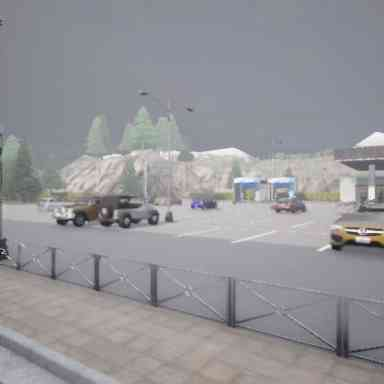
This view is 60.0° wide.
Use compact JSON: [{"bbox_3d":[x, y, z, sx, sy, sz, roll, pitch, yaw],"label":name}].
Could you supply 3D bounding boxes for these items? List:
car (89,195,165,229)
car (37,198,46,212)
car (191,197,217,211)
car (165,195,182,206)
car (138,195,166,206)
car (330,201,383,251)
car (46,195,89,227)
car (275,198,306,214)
[{"bbox_3d":[-3.751,1.087,19.638,1.905,1.878,3.866,0,0,35],"label":"car"},{"bbox_3d":[-14.678,1.390,36.199,1.970,1.475,3.806,0,0,35],"label":"car"},{"bbox_3d":[1.468,1.325,38.190,1.845,1.501,3.633,0,0,35],"label":"car"},{"bbox_3d":[-3.725,1.333,51.315,2.152,1.636,5.027,0,0,35],"label":"car"},{"bbox_3d":[-6.310,1.341,53.092,2.007,1.523,4.514,0,0,35],"label":"car"},{"bbox_3d":[6.668,1.166,12.213,2.152,1.636,5.027,0,0,35],"label":"car"},{"bbox_3d":[-6.357,1.107,20.989,1.932,1.855,4.605,0,0,35],"label":"car"},{"bbox_3d":[9.581,1.305,32.357,2.007,1.523,4.514,0,0,35],"label":"car"}]
